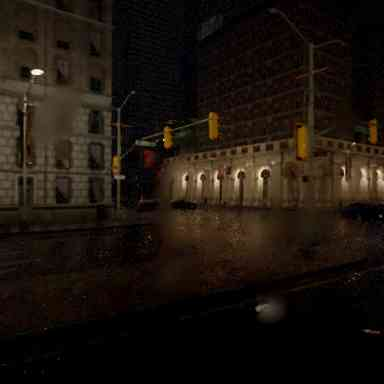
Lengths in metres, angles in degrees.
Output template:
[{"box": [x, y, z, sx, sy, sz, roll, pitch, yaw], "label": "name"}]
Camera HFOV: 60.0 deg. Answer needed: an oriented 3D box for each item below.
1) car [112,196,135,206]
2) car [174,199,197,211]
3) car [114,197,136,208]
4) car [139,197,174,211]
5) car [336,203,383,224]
[{"box": [-12.055, 1.574, 58.528, 2.128, 1.511, 4.902, 0, 0, -35], "label": "car"}, {"box": [-1.162, 1.646, 43.106, 1.994, 1.385, 4.181, 0, 0, -36], "label": "car"}, {"box": [-10.017, 1.575, 49.460, 1.837, 1.490, 4.892, 0, 0, -35], "label": "car"}, {"box": [-4.640, 1.671, 41.937, 1.895, 1.301, 4.718, 0, 0, -36], "label": "car"}, {"box": [13.202, 1.565, 26.049, 1.882, 1.535, 5.008, 1, 0, -4], "label": "car"}]
